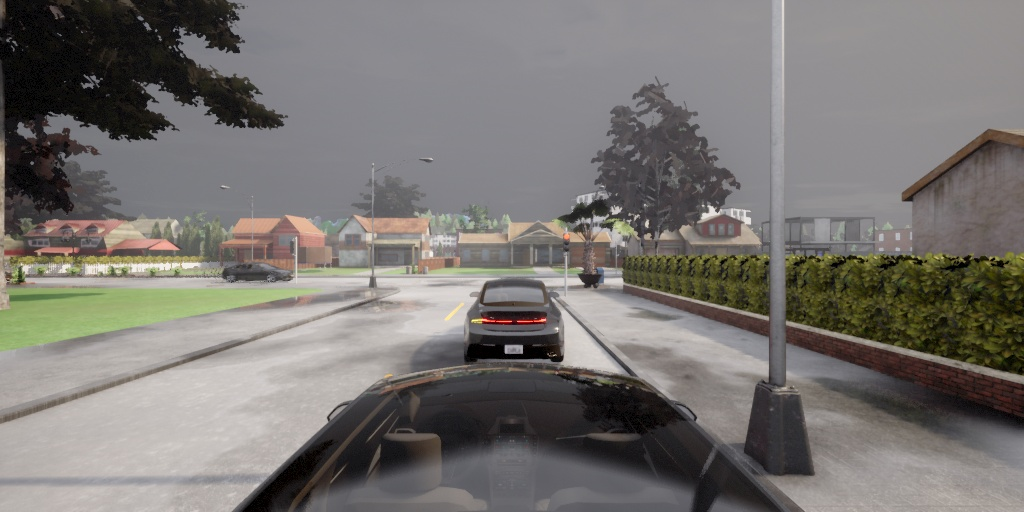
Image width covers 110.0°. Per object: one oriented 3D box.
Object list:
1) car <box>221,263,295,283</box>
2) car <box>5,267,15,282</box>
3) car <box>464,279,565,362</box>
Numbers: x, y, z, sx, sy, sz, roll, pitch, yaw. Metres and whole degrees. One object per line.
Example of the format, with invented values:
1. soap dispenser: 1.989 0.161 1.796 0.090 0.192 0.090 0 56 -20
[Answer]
1. car: -18.877 1.255 26.829 4.892 1.490 1.837 0 0 0
2. car: -40.105 1.102 26.814 4.553 1.767 2.097 0 0 0
3. car: 0.052 1.255 8.187 1.837 1.490 4.892 0 0 1
